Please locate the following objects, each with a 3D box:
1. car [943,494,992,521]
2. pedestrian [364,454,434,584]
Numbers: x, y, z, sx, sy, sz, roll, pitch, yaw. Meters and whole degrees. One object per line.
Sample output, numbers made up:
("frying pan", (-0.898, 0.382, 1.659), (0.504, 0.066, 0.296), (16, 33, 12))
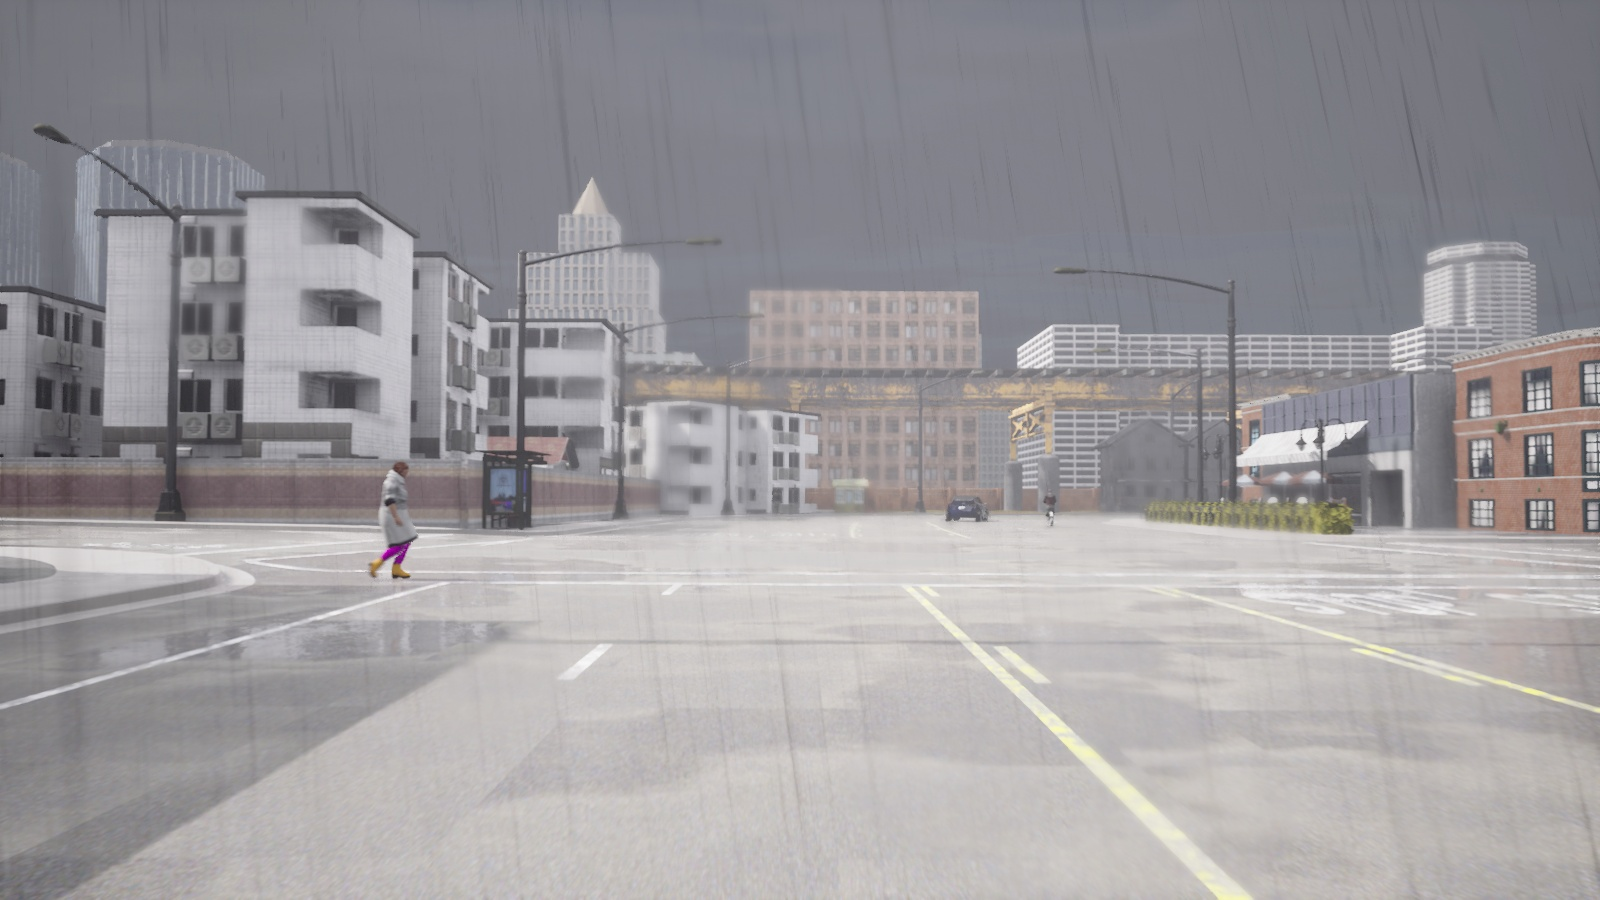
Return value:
("car", (9.787, 3.332, 73.179), (2.163, 1.488, 4.792), (-1, -2, 16))
("pedestrian", (-6.146, 1.053, 19.283), (0.873, 1.952, 0.659), (0, -2, -4))
